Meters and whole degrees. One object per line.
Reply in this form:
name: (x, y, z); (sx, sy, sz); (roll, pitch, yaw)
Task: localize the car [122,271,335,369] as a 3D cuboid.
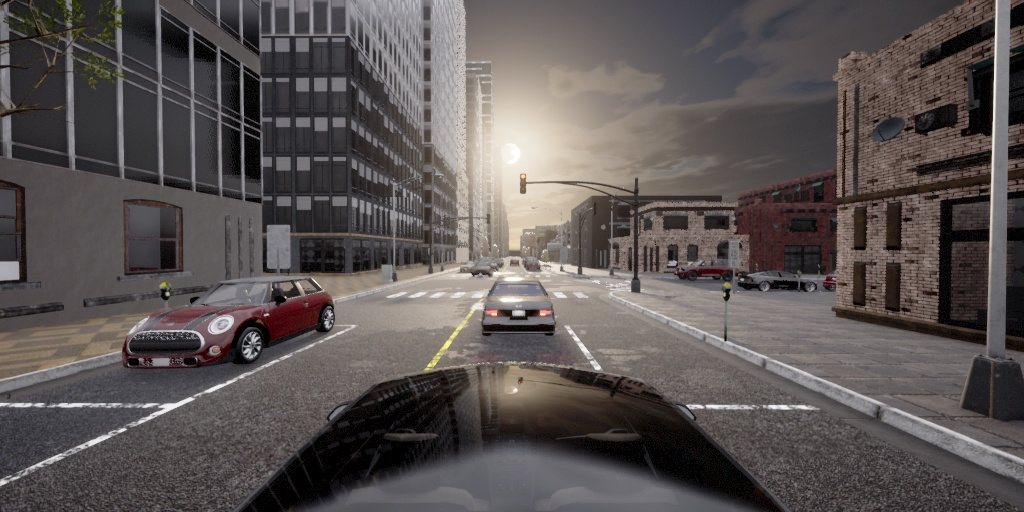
car: (-5.654, 1.188, 7.786); (1.967, 1.591, 4.097); (0, 0, 0)

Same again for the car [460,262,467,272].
car: (-5.534, 1.265, 45.564); (1.751, 1.417, 4.829); (0, 0, 0)

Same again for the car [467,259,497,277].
car: (-2.875, 1.289, 35.368); (2.033, 1.411, 5.357); (0, 0, 0)

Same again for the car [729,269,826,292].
car: (16.550, 1.546, 22.512); (4.313, 1.339, 1.948); (0, 0, 1)

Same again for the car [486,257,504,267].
car: (-2.675, 1.089, 60.735); (2.097, 1.767, 4.553); (0, 0, 1)

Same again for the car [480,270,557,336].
car: (0.157, 1.295, 10.350); (2.033, 1.411, 5.357); (0, 0, 0)

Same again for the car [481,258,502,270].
car: (-2.785, 1.286, 48.204); (2.033, 1.411, 5.357); (0, 0, 0)

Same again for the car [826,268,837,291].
car: (22.097, 1.473, 22.403); (4.097, 1.591, 1.967); (0, 0, 1)

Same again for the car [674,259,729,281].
car: (16.713, 1.164, 30.889); (5.009, 1.841, 2.192); (0, 0, 1)

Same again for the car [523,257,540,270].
car: (3.023, 1.178, 51.265); (1.967, 1.591, 4.097); (0, 0, 0)

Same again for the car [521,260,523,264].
car: (3.099, 1.051, 62.553); (2.192, 1.841, 5.009); (0, 0, 0)
